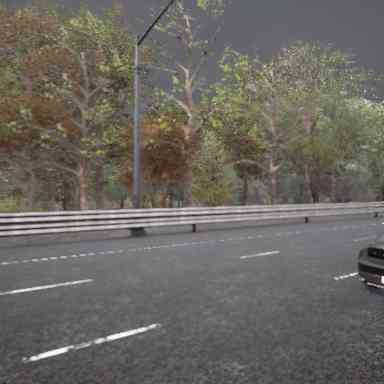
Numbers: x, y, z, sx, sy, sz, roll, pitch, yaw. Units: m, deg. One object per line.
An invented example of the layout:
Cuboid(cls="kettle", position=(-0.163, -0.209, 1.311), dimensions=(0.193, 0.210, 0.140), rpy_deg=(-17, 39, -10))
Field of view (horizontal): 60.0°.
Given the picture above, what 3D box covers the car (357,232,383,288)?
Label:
Cuboid(cls="car", position=(5.896, 1.544, 8.055), dimensions=(4.892, 1.490, 1.837), rpy_deg=(0, 0, -36))
